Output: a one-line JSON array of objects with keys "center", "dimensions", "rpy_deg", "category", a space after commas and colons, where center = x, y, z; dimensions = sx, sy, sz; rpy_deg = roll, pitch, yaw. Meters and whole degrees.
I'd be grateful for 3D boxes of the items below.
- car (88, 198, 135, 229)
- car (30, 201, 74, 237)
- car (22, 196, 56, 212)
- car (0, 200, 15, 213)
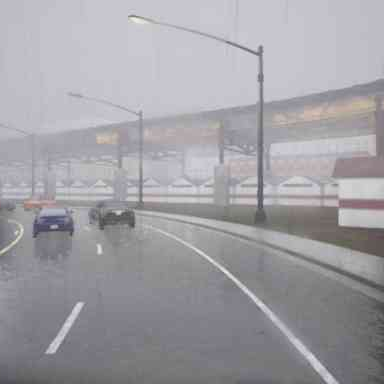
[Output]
[{"center": [-5.124, 1.239, 20.826], "dimensions": [2.097, 1.767, 4.553], "rpy_deg": [0, 0, -26], "category": "car"}, {"center": [-7.263, 1.430, 17.424], "dimensions": [1.812, 1.442, 4.674], "rpy_deg": [0, 0, -23], "category": "car"}, {"center": [-15.592, 1.165, 34.124], "dimensions": [4.553, 1.767, 2.097], "rpy_deg": [0, 0, 42], "category": "car"}, {"center": [-19.525, 1.416, 33.002], "dimensions": [4.718, 1.301, 1.895], "rpy_deg": [0, 0, 38], "category": "car"}]
